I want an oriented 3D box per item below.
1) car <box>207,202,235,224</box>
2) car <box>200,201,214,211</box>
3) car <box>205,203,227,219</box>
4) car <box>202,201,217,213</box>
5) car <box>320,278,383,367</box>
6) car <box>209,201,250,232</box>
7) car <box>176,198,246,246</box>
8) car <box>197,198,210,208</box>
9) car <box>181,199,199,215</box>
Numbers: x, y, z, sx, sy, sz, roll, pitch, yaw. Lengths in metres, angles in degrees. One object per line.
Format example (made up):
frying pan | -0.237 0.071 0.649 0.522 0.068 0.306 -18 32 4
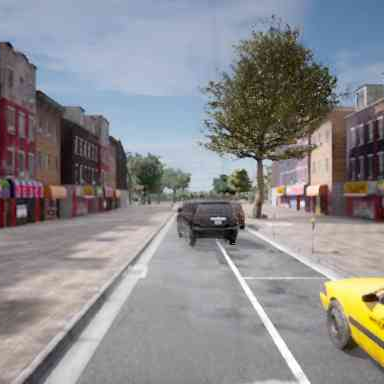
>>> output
car | 2.411 1.739 28.585 1.967 1.590 4.097 0 -1 0
car | 2.229 2.094 50.763 2.008 1.369 4.403 0 -1 0
car | 2.365 1.901 34.129 1.887 1.381 4.507 0 -1 0
car | 2.273 2.005 45.389 1.752 1.417 4.829 0 -1 0
car | 3.003 1.492 3.329 1.801 1.575 5.366 0 -1 0
car | 2.456 1.556 23.041 2.192 1.841 5.009 0 -1 0
car | 0.600 1.396 16.543 2.150 2.045 5.566 0 -1 -11
car | 2.138 1.991 61.856 2.192 1.841 5.009 0 -1 0
car | -0.231 1.784 41.010 2.097 1.767 4.553 0 0 0
